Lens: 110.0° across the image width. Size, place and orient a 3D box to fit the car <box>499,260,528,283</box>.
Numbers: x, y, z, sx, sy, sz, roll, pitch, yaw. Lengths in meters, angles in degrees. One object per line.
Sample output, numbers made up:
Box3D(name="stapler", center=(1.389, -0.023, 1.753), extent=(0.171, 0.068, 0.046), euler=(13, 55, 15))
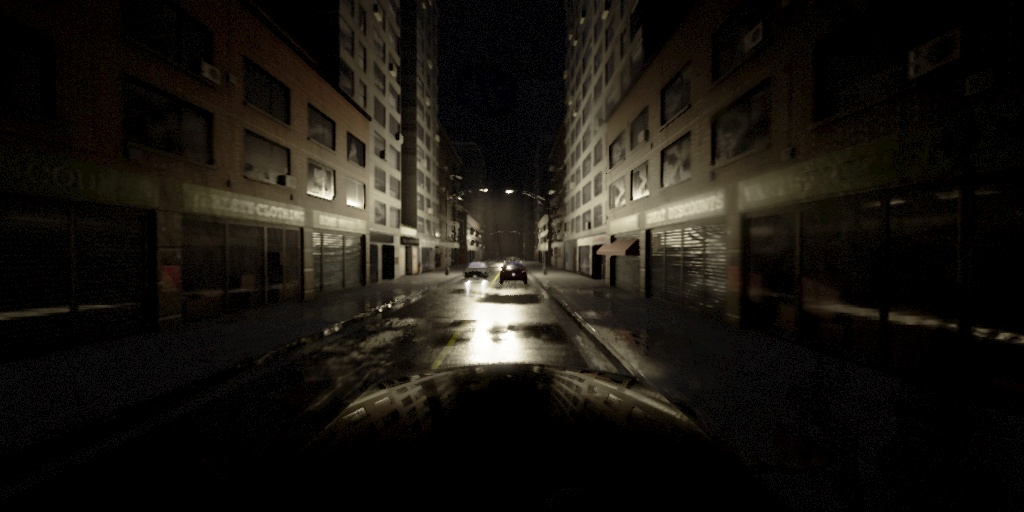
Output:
Box3D(name="car", center=(0.106, 1.210, 26.284), extent=(1.994, 1.385, 4.181), euler=(0, 0, 0))

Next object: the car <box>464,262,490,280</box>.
Box3D(name="car", center=(-2.838, 1.179, 30.207), extent=(2.033, 1.411, 5.357), euler=(0, 0, 0))

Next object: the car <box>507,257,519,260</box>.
Box3D(name="car", center=(0.112, 0.946, 40.686), extent=(2.097, 1.767, 4.553), euler=(0, 0, 0))
